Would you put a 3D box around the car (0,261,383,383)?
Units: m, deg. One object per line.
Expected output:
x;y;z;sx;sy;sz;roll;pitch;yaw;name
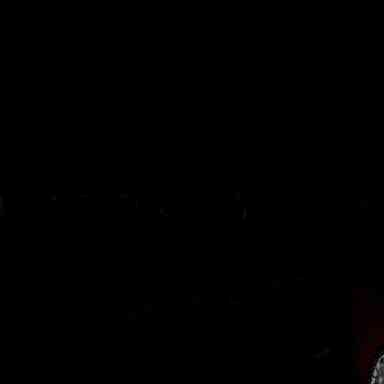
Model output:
0.359;1.525;3.325;4.674;1.442;1.812;0;0;-35;car
